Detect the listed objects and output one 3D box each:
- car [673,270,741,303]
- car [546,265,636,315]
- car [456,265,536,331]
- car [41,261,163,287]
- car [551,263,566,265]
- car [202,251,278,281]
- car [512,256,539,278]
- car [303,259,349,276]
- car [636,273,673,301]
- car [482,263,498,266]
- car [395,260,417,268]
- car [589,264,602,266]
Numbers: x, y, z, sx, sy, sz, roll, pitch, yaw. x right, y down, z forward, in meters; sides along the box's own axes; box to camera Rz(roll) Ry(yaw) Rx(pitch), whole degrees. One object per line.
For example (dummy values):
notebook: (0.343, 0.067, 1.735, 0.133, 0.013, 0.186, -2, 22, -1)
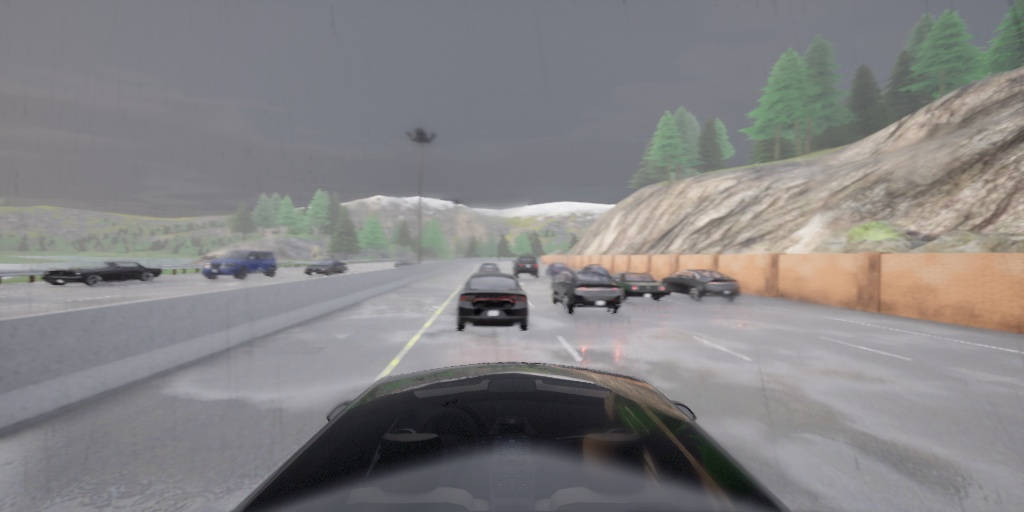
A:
car: (9.418, 1.435, 18.366, 2.128, 1.511, 4.902, 1, 0, -4)
car: (2.699, 1.304, 14.015, 2.128, 1.511, 4.902, 1, 0, -4)
car: (-0.608, 1.224, 11.063, 1.882, 1.535, 5.008, 1, 0, -4)
car: (-22.458, 0.942, 19.926, 1.895, 1.301, 4.718, 1, 0, -4)
car: (4.670, 1.395, 36.199, 1.812, 1.442, 4.674, 1, 0, -4)
car: (-19.354, 0.628, 25.907, 2.150, 2.045, 5.566, 1, 0, -4)
car: (1.283, 1.025, 34.729, 2.150, 2.045, 5.566, 1, 0, -4)
car: (-16.251, 1.016, 31.725, 2.033, 1.411, 5.357, 1, 0, -4)
car: (5.918, 1.478, 18.245, 1.895, 1.301, 4.718, 1, 0, -4)
car: (-1.843, 1.287, 29.071, 2.033, 1.411, 5.357, 1, 0, -4)
car: (-13.700, 1.131, 46.449, 1.895, 1.301, 4.718, 1, 0, -3)
car: (8.212, 1.500, 35.877, 1.994, 1.385, 4.181, 1, 0, -4)
